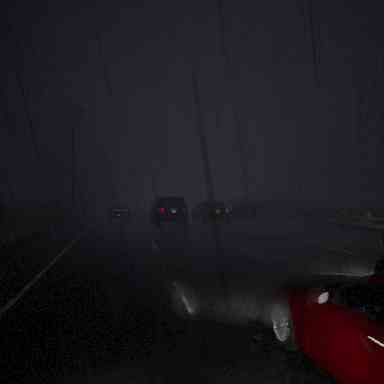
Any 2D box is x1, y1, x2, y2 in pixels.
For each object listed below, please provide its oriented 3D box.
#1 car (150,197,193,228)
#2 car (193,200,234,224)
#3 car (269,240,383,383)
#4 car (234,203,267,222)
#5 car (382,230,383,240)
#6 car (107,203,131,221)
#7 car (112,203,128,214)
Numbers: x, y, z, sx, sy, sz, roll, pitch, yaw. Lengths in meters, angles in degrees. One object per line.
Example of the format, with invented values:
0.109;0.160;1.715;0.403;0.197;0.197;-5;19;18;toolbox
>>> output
-1.709;1.355;23.806;2.150;2.045;5.566;0;-1;-12;car
1.392;1.506;26.105;2.097;1.767;4.553;0;-1;-12;car
2.466;1.526;3.443;1.812;1.442;4.674;0;0;-12;car
4.601;1.660;27.875;2.128;1.511;4.902;0;-1;-12;car
5.489;1.567;6.126;1.994;1.385;4.181;0;0;-12;car
-6.449;1.720;29.486;2.128;1.511;4.902;0;-1;-12;car
-9.139;2.062;42.610;1.895;1.301;4.718;0;-1;-12;car
